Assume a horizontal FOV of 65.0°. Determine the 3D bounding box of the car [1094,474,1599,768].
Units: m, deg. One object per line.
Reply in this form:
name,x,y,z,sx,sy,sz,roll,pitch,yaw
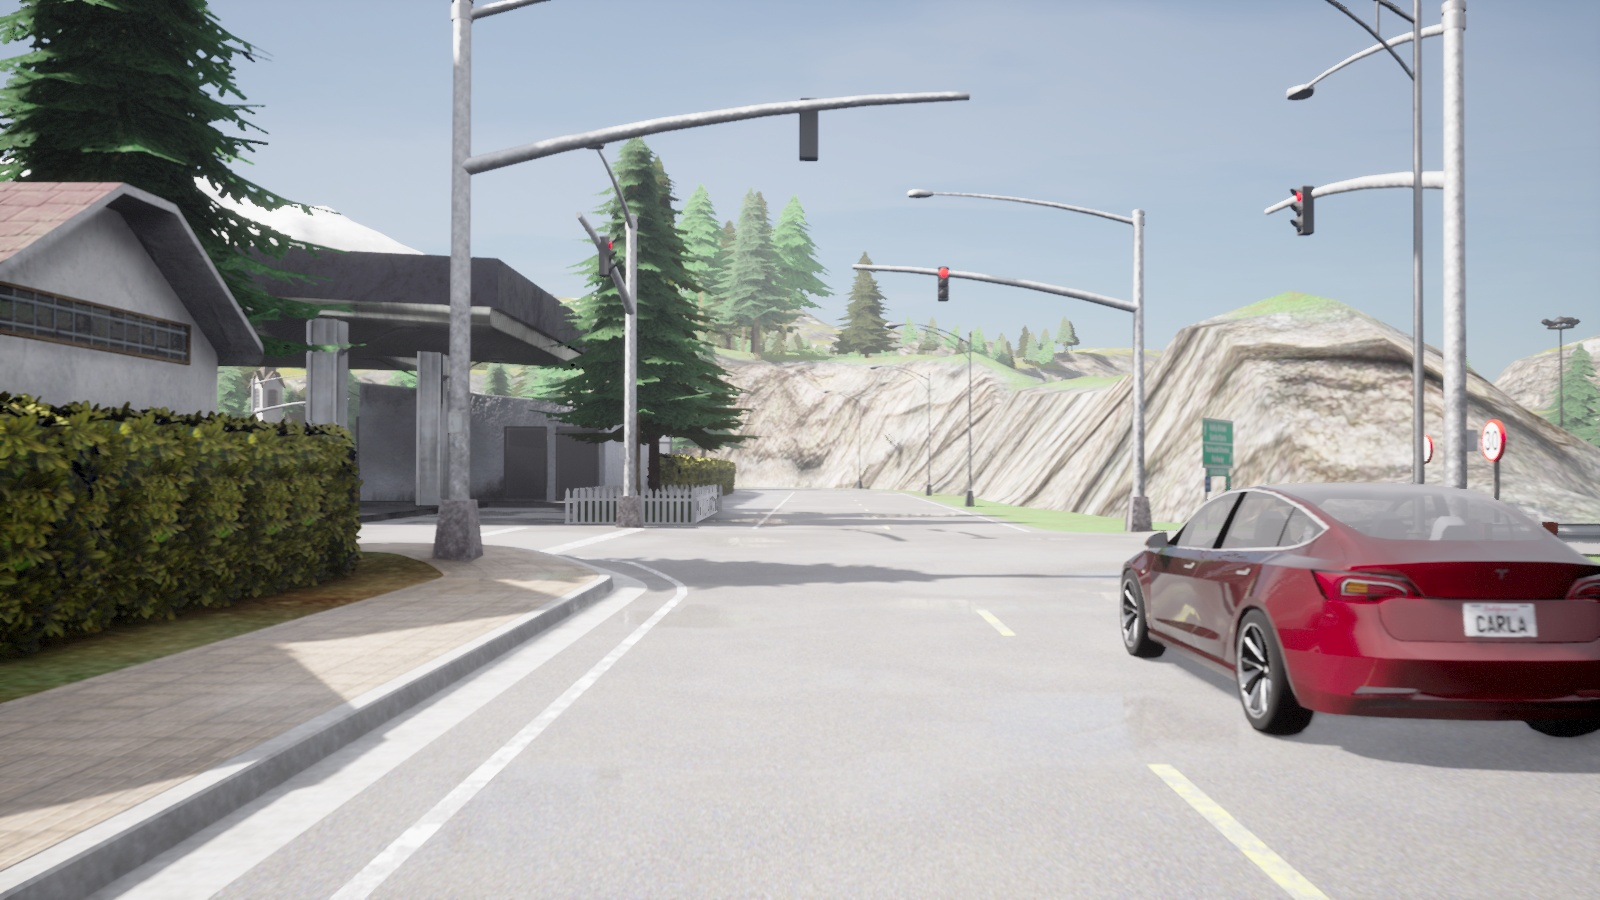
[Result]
car,3.690,0.932,8.875,2.163,1.488,4.792,0,-1,1
